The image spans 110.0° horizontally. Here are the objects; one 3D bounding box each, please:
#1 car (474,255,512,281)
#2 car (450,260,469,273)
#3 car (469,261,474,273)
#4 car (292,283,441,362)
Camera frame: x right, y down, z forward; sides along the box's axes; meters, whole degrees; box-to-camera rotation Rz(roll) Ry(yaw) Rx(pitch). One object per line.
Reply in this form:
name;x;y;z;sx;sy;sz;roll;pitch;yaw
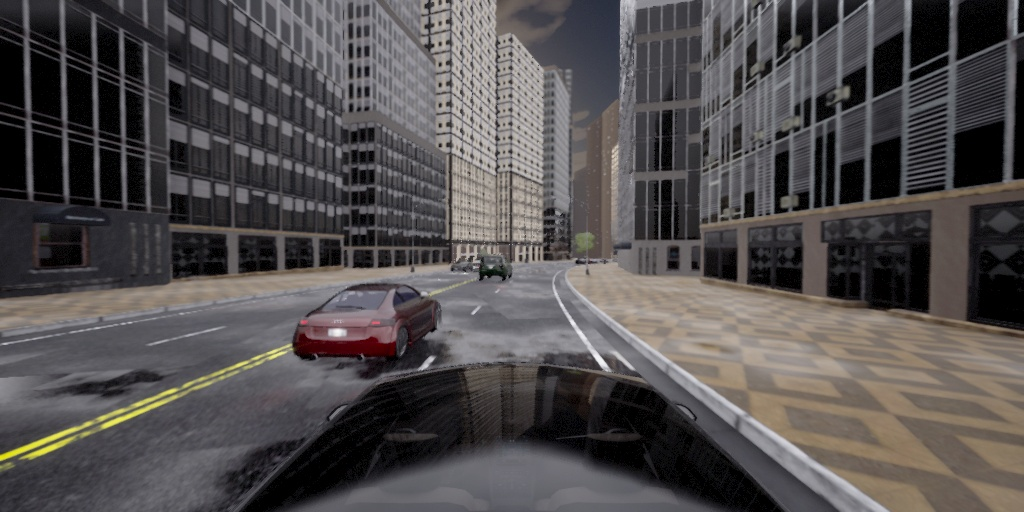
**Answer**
car;-1.301;0.959;30.011;2.150;2.045;5.566;0;0;7
car;-5.995;1.230;43.484;1.812;1.442;4.674;0;0;10
car;-2.963;0.944;42.057;2.150;2.045;5.566;0;0;10
car;-2.976;1.301;8.247;1.994;1.385;4.181;0;0;2
